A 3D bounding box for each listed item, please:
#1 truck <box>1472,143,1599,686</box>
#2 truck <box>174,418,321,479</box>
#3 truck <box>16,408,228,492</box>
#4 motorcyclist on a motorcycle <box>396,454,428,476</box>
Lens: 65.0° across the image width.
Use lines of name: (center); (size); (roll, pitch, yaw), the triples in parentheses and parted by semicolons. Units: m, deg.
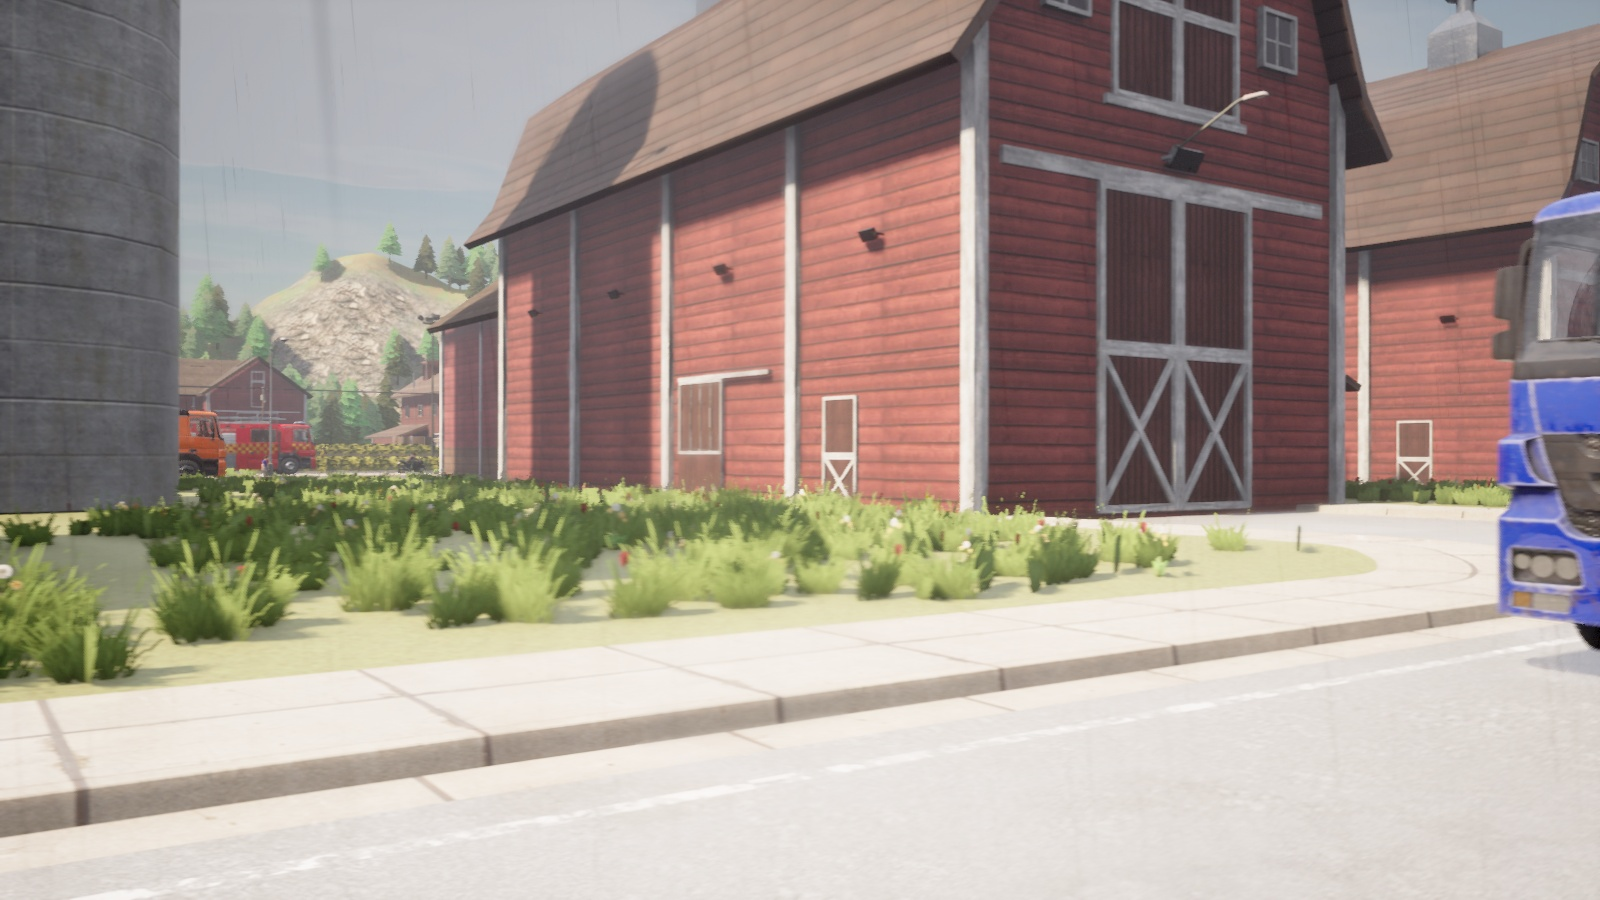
truck: (8.724, -0.238, 9.733); (7.936, 3.462, 2.891); (0, 0, -35)
truck: (-36.210, -0.114, 82.412); (8.468, 3.827, 2.891); (0, 0, -33)
truck: (-29.786, -0.012, 55.320); (7.936, 3.462, 2.891); (0, 0, -35)
motorcyclist on a motorcycle: (-27.355, 1.028, 88.535); (2.044, 1.523, 0.797); (0, 0, -34)
